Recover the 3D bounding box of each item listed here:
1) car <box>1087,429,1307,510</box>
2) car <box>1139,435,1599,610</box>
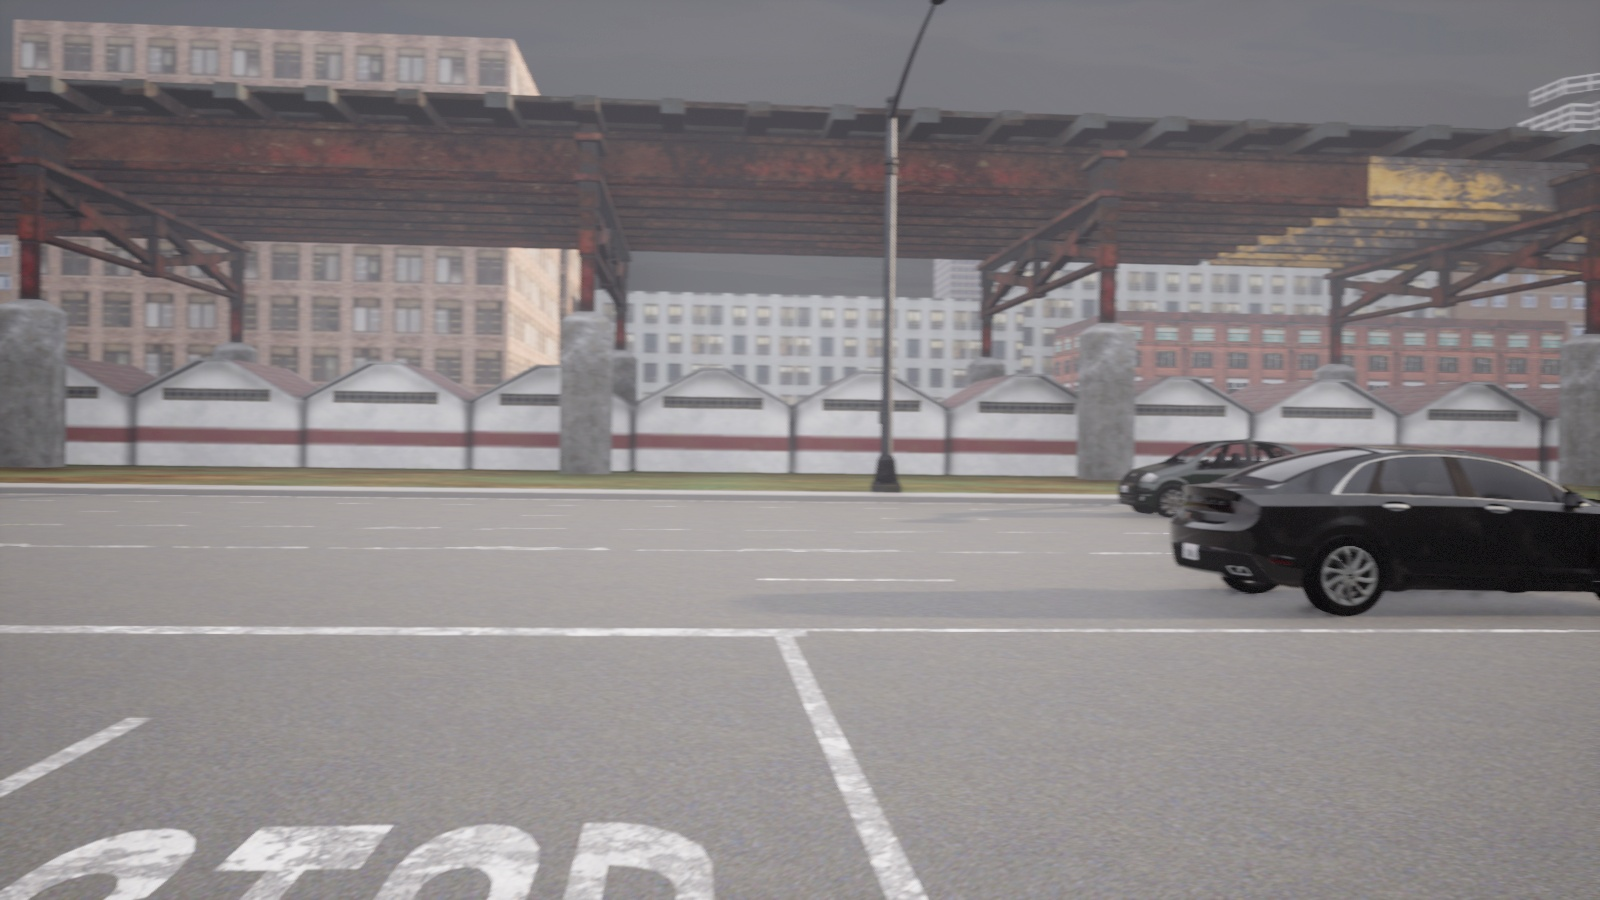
[{"bbox_3d":[8.263,0.380,26.320,3.988,1.617,1.851,0,0,-6],"label":"car"},{"bbox_3d":[5.964,0.614,12.085,4.892,1.490,1.837,0,0,-9],"label":"car"}]
